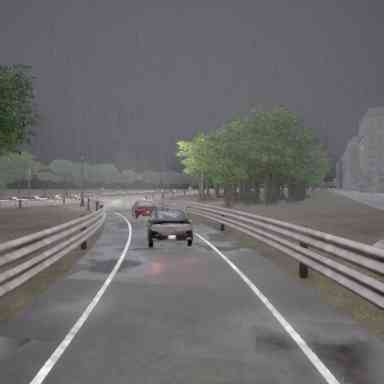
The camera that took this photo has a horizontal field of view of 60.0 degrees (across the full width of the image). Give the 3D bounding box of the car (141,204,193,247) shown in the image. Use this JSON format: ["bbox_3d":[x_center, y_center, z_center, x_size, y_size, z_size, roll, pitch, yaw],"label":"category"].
[{"bbox_3d":[-1.105,1.515,15.098,2.128,1.511,4.902,0,0,-8],"label":"car"}]

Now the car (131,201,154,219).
[{"bbox_3d":[-4.388,1.546,30.230,1.882,1.535,5.008,0,0,-16],"label":"car"}]
